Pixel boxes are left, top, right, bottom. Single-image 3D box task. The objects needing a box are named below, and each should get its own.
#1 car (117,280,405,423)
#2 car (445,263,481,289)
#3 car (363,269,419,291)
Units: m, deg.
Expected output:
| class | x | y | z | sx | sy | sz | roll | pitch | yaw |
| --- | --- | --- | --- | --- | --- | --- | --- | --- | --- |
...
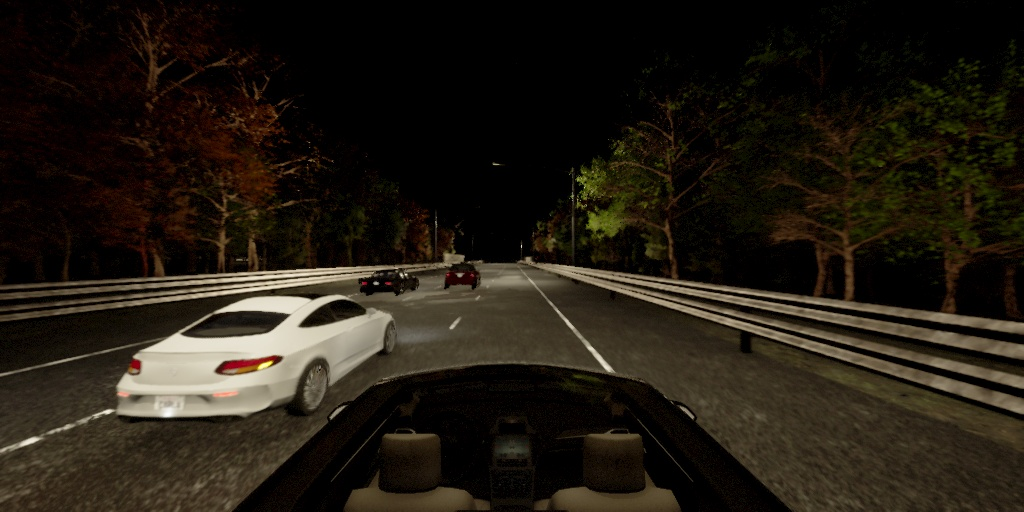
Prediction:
| class | x | y | z | sx | sy | sz | roll | pitch | yaw |
| --- | --- | --- | --- | --- | --- | --- | --- | --- | --- |
| car | -3.403 | 1.314 | 5.867 | 1.812 | 1.442 | 4.674 | 0 | -1 | 0 |
| car | -3.405 | 1.322 | 25.532 | 2.097 | 1.767 | 4.553 | 0 | -1 | 0 |
| car | -6.903 | 1.473 | 20.729 | 2.033 | 1.411 | 5.357 | 0 | -1 | 0 |
